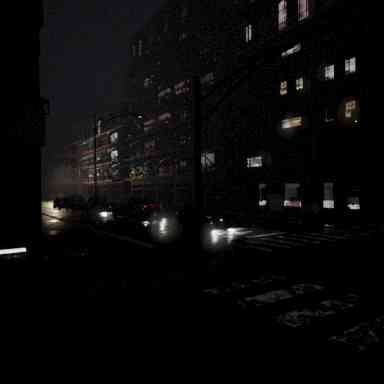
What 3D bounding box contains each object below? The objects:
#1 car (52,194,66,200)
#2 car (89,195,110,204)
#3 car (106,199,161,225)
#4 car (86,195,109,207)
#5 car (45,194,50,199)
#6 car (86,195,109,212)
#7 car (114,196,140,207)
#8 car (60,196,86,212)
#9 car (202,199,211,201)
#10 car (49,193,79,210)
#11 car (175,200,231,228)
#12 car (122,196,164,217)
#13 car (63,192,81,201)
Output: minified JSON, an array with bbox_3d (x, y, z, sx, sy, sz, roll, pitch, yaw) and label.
[{"bbox_3d":[-31.458,1.125,78.611,2.008,1.369,4.403,-1,1,-35],"label":"car"},{"bbox_3d":[-15.443,1.217,55.348,1.752,1.417,4.829,-1,1,-35],"label":"car"},{"bbox_3d":[-4.343,1.509,24.224,1.887,1.381,4.507,-1,1,-35],"label":"car"},{"bbox_3d":[-13.794,1.267,48.293,1.837,1.490,4.892,-1,1,-34],"label":"car"},{"bbox_3d":[-34.777,1.076,83.431,1.752,1.417,4.829,-1,1,-35],"label":"car"},{"bbox_3d":[-9.845,1.426,37.017,1.994,1.385,4.181,-1,1,-35],"label":"car"},{"bbox_3d":[-8.998,1.266,45.987,1.752,1.417,4.829,-1,1,-35],"label":"car"},{"bbox_3d":[-12.579,1.449,36.414,2.008,1.369,4.403,-1,1,-35],"label":"car"},{"bbox_3d":[0.849,1.360,31.868,1.887,1.381,4.507,-1,1,-35],"label":"car"},{"bbox_3d":[-15.802,1.313,41.093,1.967,1.590,4.097,-1,1,-35],"label":"car"},{"bbox_3d":[0.649,1.508,21.767,1.994,1.385,4.181,-1,1,-34],"label":"car"},{"bbox_3d":[-4.248,1.258,28.872,2.097,1.767,4.553,-1,1,-35],"label":"car"},{"bbox_3d":[-25.015,0.936,69.248,2.192,1.841,5.009,-1,1,-35],"label":"car"}]
